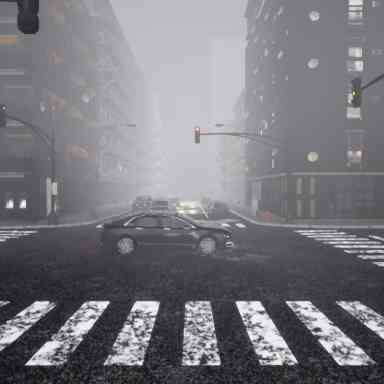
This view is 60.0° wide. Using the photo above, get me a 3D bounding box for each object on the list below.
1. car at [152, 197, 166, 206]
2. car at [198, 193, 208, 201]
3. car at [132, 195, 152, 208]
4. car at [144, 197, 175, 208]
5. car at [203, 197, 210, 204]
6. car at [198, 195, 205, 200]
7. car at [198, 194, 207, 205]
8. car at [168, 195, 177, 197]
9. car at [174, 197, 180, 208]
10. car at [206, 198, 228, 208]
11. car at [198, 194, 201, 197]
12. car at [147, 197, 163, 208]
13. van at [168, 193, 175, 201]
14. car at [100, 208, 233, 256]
[{"bbox_3d":[-5.315,1.564,53.676,1.802,1.307,4.206,-1,0,0],"label":"car"},{"bbox_3d":[2.567,1.282,81.317,2.192,1.841,5.009,-1,0,0],"label":"car"},{"bbox_3d":[-5.322,1.304,37.064,2.192,1.841,5.009,-1,0,0],"label":"car"},{"bbox_3d":[-2.836,1.496,30.197,1.837,1.490,4.892,0,0,0],"label":"car"},{"bbox_3d":[2.562,1.539,37.003,2.008,1.369,4.403,-1,0,0],"label":"car"},{"bbox_3d":[2.573,1.541,92.395,1.802,1.307,4.206,-1,0,0],"label":"car"},{"bbox_3d":[2.566,1.524,59.160,1.887,1.381,4.507,-1,0,0],"label":"car"},{"bbox_3d":[-2.764,1.530,50.948,2.033,1.411,5.357,0,0,1],"label":"car"},{"bbox_3d":[-2.831,1.588,40.297,1.895,1.301,4.718,0,0,0],"label":"car"},{"bbox_3d":[2.561,1.573,31.464,1.802,1.307,4.206,-1,0,0],"label":"car"},{"bbox_3d":[2.569,1.552,75.778,1.802,1.307,4.206,-1,0,0],"label":"car"},{"bbox_3d":[-5.317,1.510,47.968,1.752,1.417,4.829,-1,0,0],"label":"car"},{"bbox_3d":[-5.312,1.304,86.899,1.690,1.788,3.998,-1,0,0],"label":"van"},{"bbox_3d":[-0.925,1.501,12.490,4.892,1.490,1.837,0,0,0],"label":"car"}]
